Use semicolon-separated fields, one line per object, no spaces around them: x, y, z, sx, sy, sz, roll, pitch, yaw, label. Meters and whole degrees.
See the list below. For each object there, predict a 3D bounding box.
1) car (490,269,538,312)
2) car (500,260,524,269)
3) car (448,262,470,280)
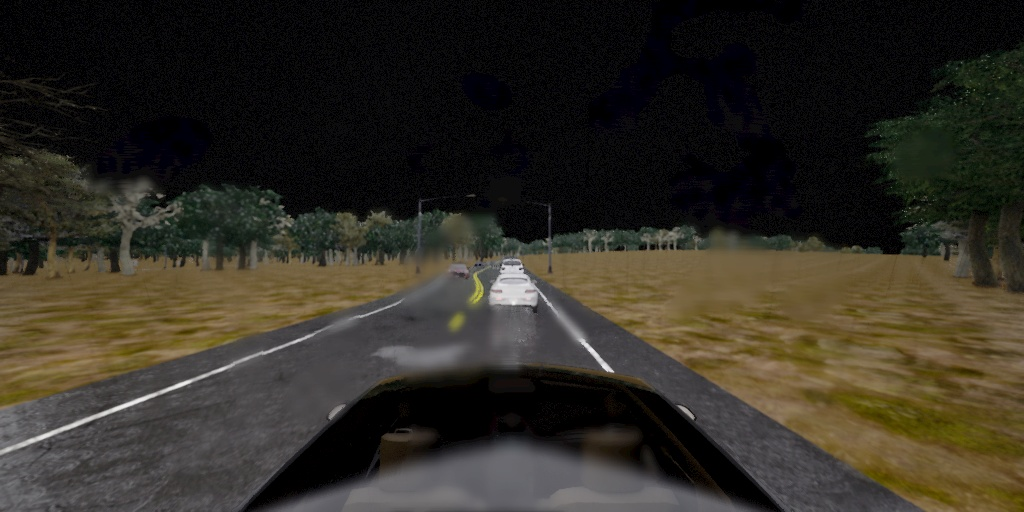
0.064;1.441;15.004;1.812;1.442;4.674;0;-1;0;car
0.033;1.387;35.577;2.150;2.045;5.566;0;-1;0;car
-5.442;1.534;36.879;2.097;1.767;4.553;0;-1;-7;car
